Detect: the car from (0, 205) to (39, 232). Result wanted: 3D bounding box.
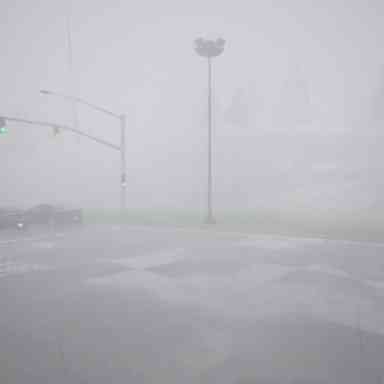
[{"bbox_3d":[-11.162,1.481,18.681,4.892,1.490,1.837,0,0,29],"label":"car"}]

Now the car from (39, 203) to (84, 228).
[{"bbox_3d":[-9.329,1.446,21.671,5.008,1.535,1.882,0,0,29],"label":"car"}]
